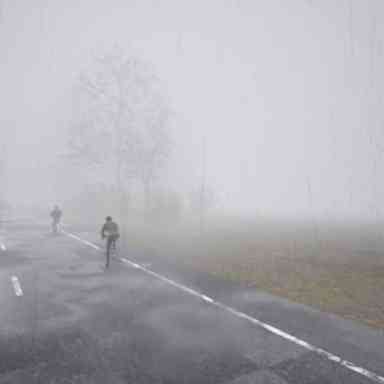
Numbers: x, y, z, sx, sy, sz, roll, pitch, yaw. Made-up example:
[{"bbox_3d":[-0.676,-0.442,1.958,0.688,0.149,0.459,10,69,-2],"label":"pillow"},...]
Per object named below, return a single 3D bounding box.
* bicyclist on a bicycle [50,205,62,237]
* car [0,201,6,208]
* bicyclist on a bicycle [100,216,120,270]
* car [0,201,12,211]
[{"bbox_3d":[-7.732,1.614,18.853,0.659,1.776,1.843,1,-1,-32],"label":"bicyclist on a bicycle"},{"bbox_3d":[-37.086,2.344,64.212,1.895,1.301,4.718,1,-1,-32],"label":"car"},{"bbox_3d":[-2.628,1.603,10.644,0.582,1.620,1.656,1,-1,-32],"label":"bicyclist on a bicycle"},{"bbox_3d":[-29.041,2.168,51.464,1.994,1.385,4.181,1,-1,-32],"label":"car"}]
